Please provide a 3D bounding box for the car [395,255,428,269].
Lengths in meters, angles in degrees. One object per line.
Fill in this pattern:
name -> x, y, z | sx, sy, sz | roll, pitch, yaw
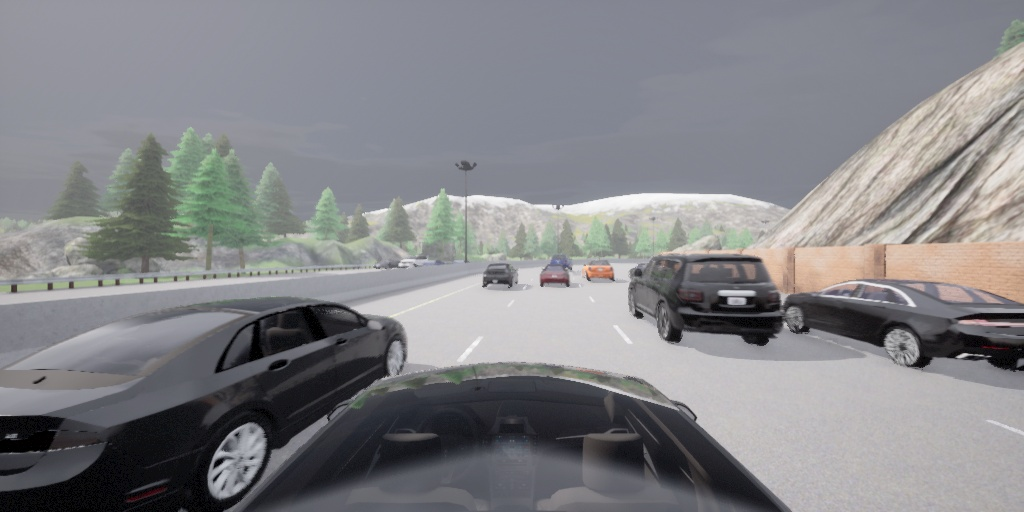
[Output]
car -> -13.855, 0.910, 51.286 | 2.150, 2.045, 5.566 | 0, 0, 17

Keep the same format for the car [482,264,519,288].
car -> -0.708, 1.227, 23.618 | 1.837, 1.490, 4.892 | 0, 0, 7

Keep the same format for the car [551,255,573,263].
car -> 6.261, 0.905, 44.814 | 2.150, 2.045, 5.566 | 0, -1, 17

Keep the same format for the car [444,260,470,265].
car -> -7.153, 1.213, 49.276 | 1.812, 1.442, 4.674 | 0, 0, 17

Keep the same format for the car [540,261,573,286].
car -> 3.009, 1.284, 25.286 | 1.994, 1.385, 4.181 | 0, 0, 7

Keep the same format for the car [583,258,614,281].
car -> 7.026, 1.066, 29.497 | 2.097, 1.767, 4.553 | 0, 0, 7

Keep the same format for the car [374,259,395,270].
car -> -17.569, 1.177, 50.965 | 2.128, 1.511, 4.902 | 0, 0, 16

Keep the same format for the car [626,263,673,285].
car -> 10.292, 1.265, 27.318 | 2.033, 1.411, 5.357 | 0, 0, 7

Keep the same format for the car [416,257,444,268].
car -> -10.834, 1.213, 49.110 | 1.812, 1.442, 4.674 | 0, 0, 16

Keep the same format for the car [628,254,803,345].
car -> 4.735, 0.963, 9.717 | 2.150, 2.045, 5.566 | 0, 0, 7

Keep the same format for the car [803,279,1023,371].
car -> 8.025, 1.235, 7.704 | 2.128, 1.511, 4.902 | 0, 0, 7

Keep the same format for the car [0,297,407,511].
car -> -2.930, 1.251, 4.367 | 1.837, 1.490, 4.892 | 0, 0, 7
